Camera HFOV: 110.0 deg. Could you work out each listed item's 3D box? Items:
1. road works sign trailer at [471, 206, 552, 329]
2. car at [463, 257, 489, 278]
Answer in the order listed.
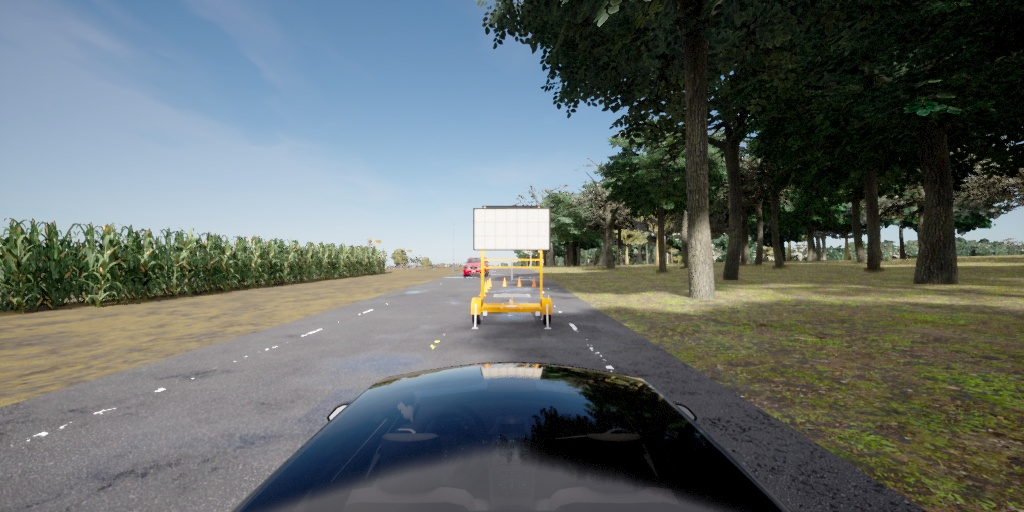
[{"bbox_3d":[-0.004,0.230,11.284,2.380,3.560,2.880,0,0,1],"label":"road works sign trailer"},{"bbox_3d":[-3.522,1.089,35.611,2.150,2.045,5.566,0,0,0],"label":"car"}]
